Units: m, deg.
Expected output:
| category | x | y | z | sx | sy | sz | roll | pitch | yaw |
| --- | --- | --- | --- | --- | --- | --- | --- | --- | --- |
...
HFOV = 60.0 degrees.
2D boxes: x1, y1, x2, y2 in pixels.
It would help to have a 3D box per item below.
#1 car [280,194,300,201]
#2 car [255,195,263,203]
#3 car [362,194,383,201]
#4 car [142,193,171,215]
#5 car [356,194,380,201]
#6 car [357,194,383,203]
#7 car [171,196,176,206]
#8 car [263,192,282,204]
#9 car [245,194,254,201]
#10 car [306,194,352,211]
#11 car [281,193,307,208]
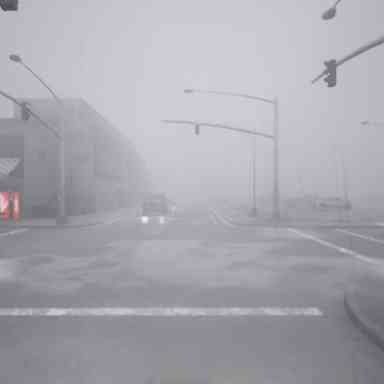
| category | x | y | z | sx | sy | sz | roll | pitch | yaw |
| --- | --- | --- | --- | --- | --- | --- | --- | --- | --- |
| car | 21.278 | 1.242 | 72.481 | 3.806 | 1.475 | 1.970 | 0 | 0 | 0 |
| car | 13.728 | 0.989 | 56.873 | 4.605 | 1.855 | 1.932 | 0 | 0 | 0 |
| car | 39.944 | 1.188 | 72.344 | 5.027 | 1.636 | 2.152 | 0 | 0 | 0 |
| car | -3.612 | 1.144 | 33.418 | 2.150 | 2.045 | 5.566 | 0 | 1 | 0 |
| car | 39.890 | 1.190 | 75.481 | 4.514 | 1.523 | 2.007 | 0 | 0 | 0 |
| car | 32.276 | 1.203 | 60.494 | 3.633 | 1.501 | 1.845 | 0 | 0 | 0 |
| car | -3.604 | 1.364 | 52.182 | 1.882 | 1.535 | 5.008 | 0 | 0 | 0 |
| car | 14.142 | 0.975 | 53.968 | 3.866 | 1.878 | 1.905 | 0 | 0 | 0 |
| car | 13.856 | 1.225 | 75.457 | 3.633 | 1.501 | 1.845 | 0 | 0 | 0 |
| car | 14.475 | 1.172 | 34.756 | 3.806 | 1.475 | 1.970 | 0 | 0 | 0 |
| car | 14.149 | 1.079 | 41.173 | 5.027 | 1.636 | 2.152 | 0 | 0 | 0 |
